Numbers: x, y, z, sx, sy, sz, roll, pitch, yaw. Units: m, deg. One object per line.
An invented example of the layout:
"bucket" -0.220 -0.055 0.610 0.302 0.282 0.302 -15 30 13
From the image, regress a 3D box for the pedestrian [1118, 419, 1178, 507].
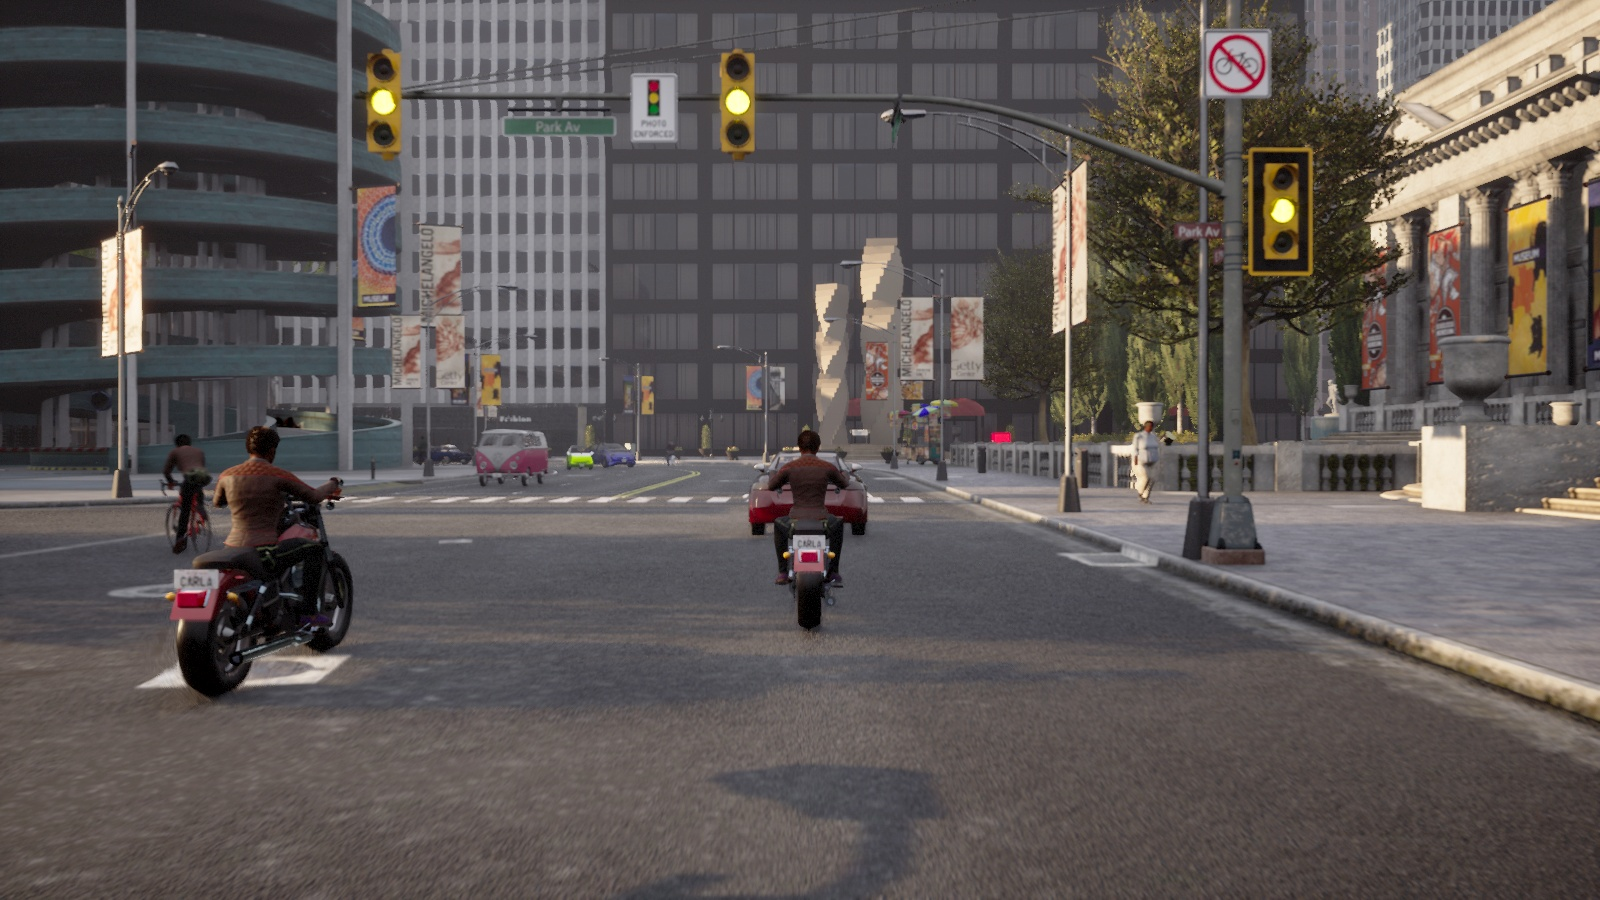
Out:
"pedestrian" 7.469 0.262 26.990 0.874 1.855 0.900 0 0 -18

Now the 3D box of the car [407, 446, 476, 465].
"car" -24.599 0.359 86.124 4.718 1.301 1.895 0 0 33

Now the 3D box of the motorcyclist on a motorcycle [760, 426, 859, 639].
"motorcyclist on a motorcycle" 0.077 0.638 10.893 0.766 1.649 2.350 0 0 0

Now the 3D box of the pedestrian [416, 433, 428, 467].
"pedestrian" -21.910 -0.010 72.783 0.423 1.949 0.788 0 0 -40

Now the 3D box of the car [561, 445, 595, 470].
"car" -12.358 0.411 69.916 1.481 1.376 2.207 0 0 -21

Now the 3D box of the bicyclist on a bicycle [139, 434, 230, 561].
"bicyclist on a bicycle" -8.277 0.601 16.870 0.582 1.620 1.656 -1 1 -44

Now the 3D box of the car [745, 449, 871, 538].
"car" 0.140 0.691 21.992 1.994 1.385 4.181 0 0 0

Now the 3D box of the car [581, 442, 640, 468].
"car" -11.633 0.266 76.821 2.007 1.525 4.514 0 0 -31

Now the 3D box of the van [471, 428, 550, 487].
"van" -10.236 0.248 44.654 1.775 1.987 4.442 0 0 0

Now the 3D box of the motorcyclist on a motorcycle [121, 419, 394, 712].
"motorcyclist on a motorcycle" -3.438 0.649 8.252 0.766 1.649 2.350 0 0 0
